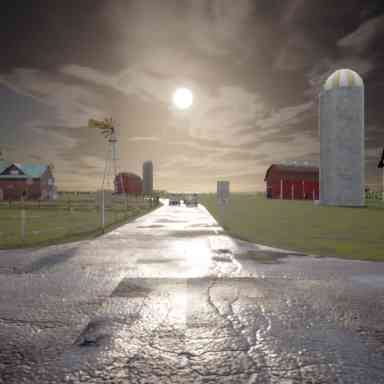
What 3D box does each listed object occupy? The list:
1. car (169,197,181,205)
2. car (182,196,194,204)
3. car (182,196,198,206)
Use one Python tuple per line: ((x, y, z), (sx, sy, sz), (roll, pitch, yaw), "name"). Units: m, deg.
((-3.009, 1.599, 58.104), (1.994, 1.385, 4.181), (0, 0, -2), "car")
((-0.737, 1.538, 64.116), (1.837, 1.490, 4.892), (0, 0, -6), "car")
((-0.070, 1.529, 54.008), (2.128, 1.511, 4.902), (0, 0, -2), "car")
